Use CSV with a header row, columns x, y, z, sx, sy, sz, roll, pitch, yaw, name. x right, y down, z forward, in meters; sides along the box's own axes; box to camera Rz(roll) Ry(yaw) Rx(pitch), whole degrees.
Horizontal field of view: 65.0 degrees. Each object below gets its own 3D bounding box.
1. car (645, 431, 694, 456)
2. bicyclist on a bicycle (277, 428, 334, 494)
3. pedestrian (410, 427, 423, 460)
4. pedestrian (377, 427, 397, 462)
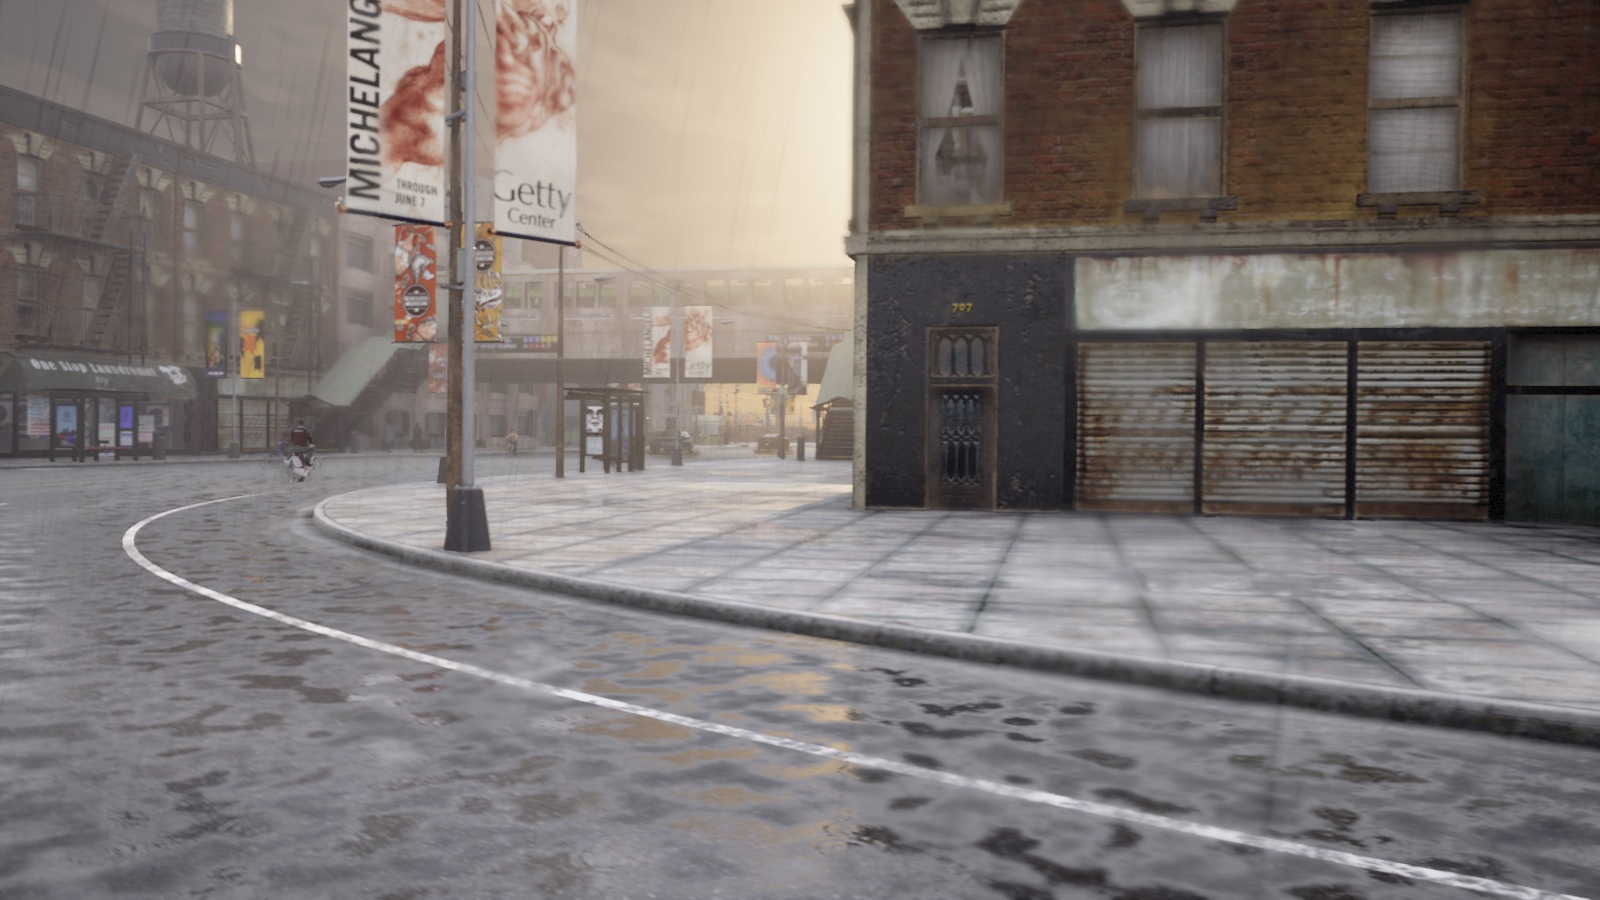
x,y,z,sx,sy,sz,roll,pitch,yaw,name
-9.187,-0.476,89.070,2.097,1.767,4.553,0,1,13,car
-13.507,0.276,34.355,0.659,1.776,1.843,0,1,7,bicyclist on a bicycle
-22.532,-0.367,73.743,0.395,1.930,0.692,0,1,13,pedestrian
-23.148,-0.319,70.394,0.659,1.952,0.873,0,1,12,pedestrian
